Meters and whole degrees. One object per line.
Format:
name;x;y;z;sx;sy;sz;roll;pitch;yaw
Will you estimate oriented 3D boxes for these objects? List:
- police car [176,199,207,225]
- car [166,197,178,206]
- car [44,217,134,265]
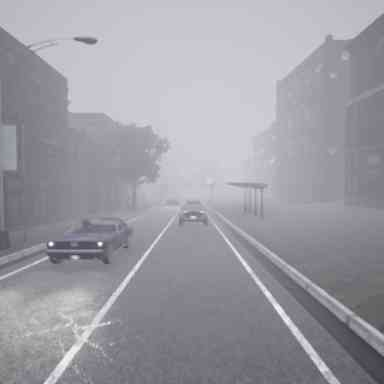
police car;0.090;1.530;24.574;2.038;1.542;4.974;0;0;0
car;-3.076;1.507;53.568;1.895;1.301;4.718;0;1;1
car;-3.402;1.606;11.893;1.895;1.301;4.718;0;0;0
